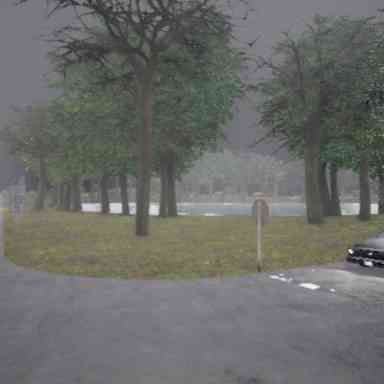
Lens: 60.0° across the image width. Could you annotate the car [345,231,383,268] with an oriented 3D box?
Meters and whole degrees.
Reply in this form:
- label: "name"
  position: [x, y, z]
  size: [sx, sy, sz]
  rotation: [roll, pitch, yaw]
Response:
- label: "car"
  position: [7.849, 1.888, 11.779]
  size: [5.357, 1.411, 2.033]
  rotation: [1, -2, -30]
